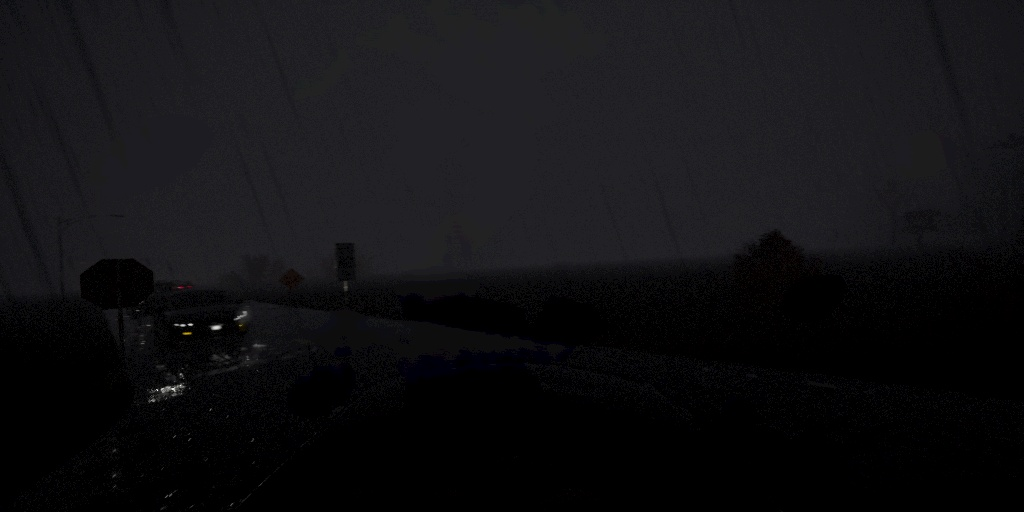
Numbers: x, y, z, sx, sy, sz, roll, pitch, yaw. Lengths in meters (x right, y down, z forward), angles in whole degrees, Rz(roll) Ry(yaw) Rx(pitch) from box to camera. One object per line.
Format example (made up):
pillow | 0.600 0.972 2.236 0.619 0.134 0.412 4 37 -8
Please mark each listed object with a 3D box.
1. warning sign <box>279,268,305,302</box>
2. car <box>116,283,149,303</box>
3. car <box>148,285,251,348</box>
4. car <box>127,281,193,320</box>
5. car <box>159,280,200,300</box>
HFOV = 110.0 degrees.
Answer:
warning sign | -12.739 1.632 20.813 1.060 1.860 1.300 0 0 40
car | -33.755 3.241 31.848 4.674 1.442 1.812 -4 0 41
car | -10.042 1.842 11.520 4.892 1.490 1.837 -3 0 41
car | -18.439 2.176 18.685 4.553 1.767 2.097 -3 0 40
car | -30.227 3.014 32.546 4.902 1.511 2.128 -3 0 41
